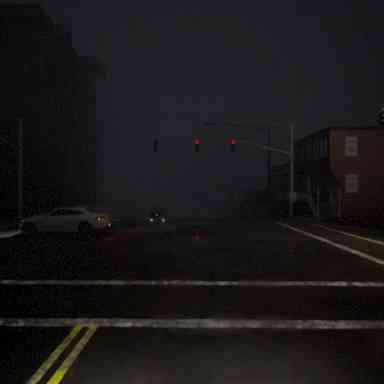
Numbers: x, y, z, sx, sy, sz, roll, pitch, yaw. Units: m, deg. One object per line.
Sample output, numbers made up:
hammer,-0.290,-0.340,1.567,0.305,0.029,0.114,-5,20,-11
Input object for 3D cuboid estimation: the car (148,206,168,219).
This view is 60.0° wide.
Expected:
car,-3.619,2.316,36.883,2.033,1.411,5.357,0,-7,0

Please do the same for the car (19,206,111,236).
car,-6.721,1.507,17.783,4.674,1.442,1.812,0,0,1
